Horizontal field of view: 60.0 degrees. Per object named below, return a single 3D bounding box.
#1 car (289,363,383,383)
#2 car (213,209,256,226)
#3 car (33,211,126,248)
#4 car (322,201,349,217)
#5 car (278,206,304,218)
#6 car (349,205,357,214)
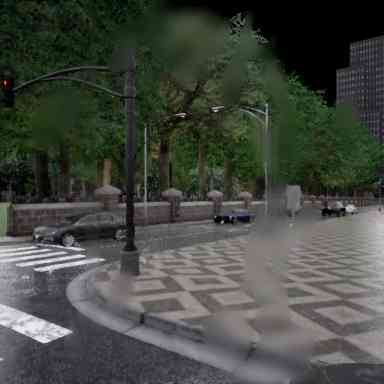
[{"bbox_3d":[2.373,1.551,1.264,4.403,1.369,2.008,0,0,36],"label":"car"},{"bbox_3d":[3.722,2.154,28.626,1.895,1.301,4.718,0,-1,35],"label":"car"},{"bbox_3d":[-5.227,1.748,16.393,1.837,1.490,4.892,0,-1,39],"label":"car"},{"bbox_3d":[19.141,2.239,44.824,2.150,2.045,5.566,0,-1,35],"label":"car"},{"bbox_3d":[12.088,2.334,40.362,1.882,1.535,5.008,0,-1,36],"label":"car"},{"bbox_3d":[25.281,2.771,53.478,1.812,1.442,4.674,0,-1,35],"label":"car"}]
